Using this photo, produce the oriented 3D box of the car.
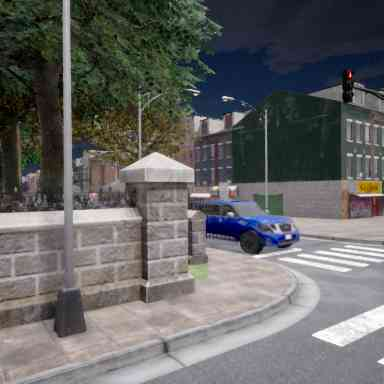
[{"bbox_3d":[1.959,1.383,14.767,2.150,2.045,5.566,-1,0,-37],"label":"car"}]
